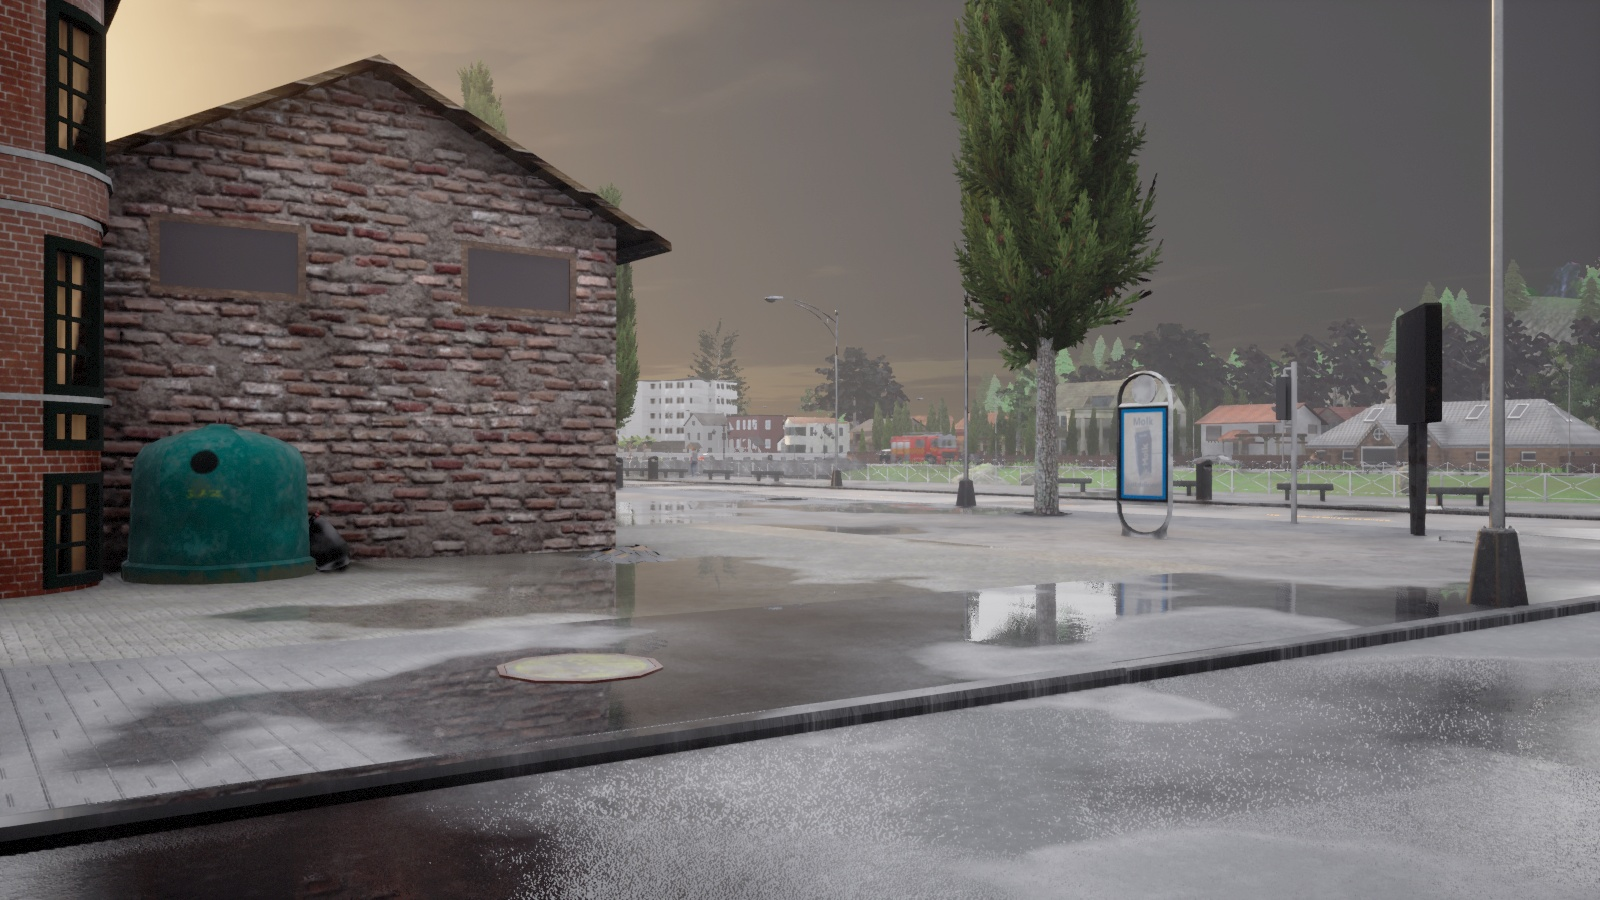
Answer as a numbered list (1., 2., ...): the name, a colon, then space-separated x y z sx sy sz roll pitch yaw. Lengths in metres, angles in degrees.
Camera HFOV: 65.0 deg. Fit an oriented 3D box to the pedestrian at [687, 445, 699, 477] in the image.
1. pedestrian: -6.311 0.649 74.083 0.354 1.836 0.706 0 0 -35
